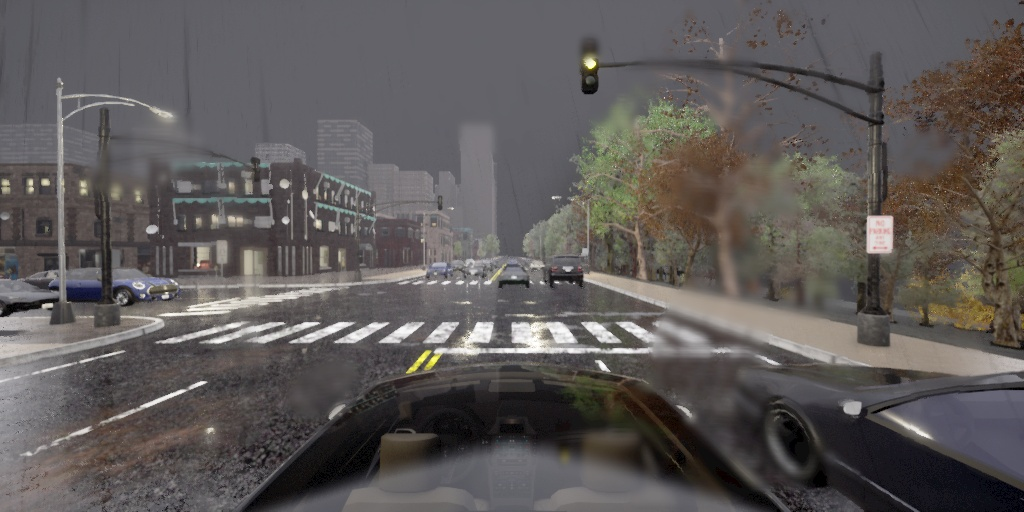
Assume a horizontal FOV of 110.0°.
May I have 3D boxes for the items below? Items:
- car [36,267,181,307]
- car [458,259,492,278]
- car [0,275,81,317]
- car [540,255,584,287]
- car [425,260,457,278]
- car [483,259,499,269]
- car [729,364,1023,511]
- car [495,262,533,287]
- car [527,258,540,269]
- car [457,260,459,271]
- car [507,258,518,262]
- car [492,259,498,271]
[{"bbox_3d":[-18.015,1.294,16.372,4.553,1.767,2.097,-1,1,2],"label":"car"},{"bbox_3d":[-3.300,1.214,33.009,2.128,1.511,4.902,0,0,0],"label":"car"},{"bbox_3d":[-19.931,1.558,13.725,4.313,1.339,1.948,0,0,0],"label":"car"},{"bbox_3d":[3.382,0.952,24.288,2.150,2.045,5.566,0,0,0],"label":"car"},{"bbox_3d":[-6.552,1.248,33.022,1.812,1.442,4.674,0,0,0],"label":"car"},{"bbox_3d":[-3.249,1.190,56.769,2.128,1.511,4.902,0,0,0],"label":"car"},{"bbox_3d":[3.350,1.298,1.544,2.033,1.411,5.357,0,0,0],"label":"car"},{"bbox_3d":[0.132,1.295,24.159,1.994,1.385,4.181,0,0,0],"label":"car"},{"bbox_3d":[3.413,1.308,47.963,1.895,1.301,4.718,0,0,0],"label":"car"},{"bbox_3d":[-6.533,1.215,43.343,1.837,1.490,4.892,0,0,0],"label":"car"},{"bbox_3d":[0.083,1.238,63.701,2.033,1.411,5.357,0,0,0],"label":"car"},{"bbox_3d":[-3.280,1.203,44.422,2.128,1.511,4.902,0,0,0],"label":"car"}]
